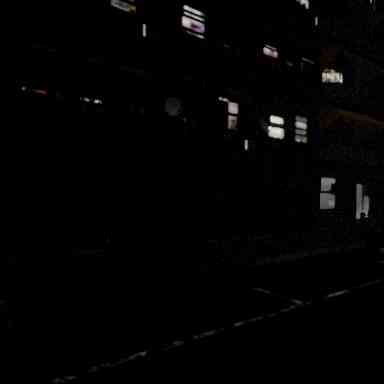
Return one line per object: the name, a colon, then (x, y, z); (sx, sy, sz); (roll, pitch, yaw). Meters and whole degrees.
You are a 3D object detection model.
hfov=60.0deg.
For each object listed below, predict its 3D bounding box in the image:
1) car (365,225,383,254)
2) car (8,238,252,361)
car: (8.266, 1.604, 12.445); (4.313, 1.339, 1.947); (0, 1, -35)
car: (-0.803, 1.573, 5.974); (4.313, 1.339, 1.947); (0, 1, -35)
